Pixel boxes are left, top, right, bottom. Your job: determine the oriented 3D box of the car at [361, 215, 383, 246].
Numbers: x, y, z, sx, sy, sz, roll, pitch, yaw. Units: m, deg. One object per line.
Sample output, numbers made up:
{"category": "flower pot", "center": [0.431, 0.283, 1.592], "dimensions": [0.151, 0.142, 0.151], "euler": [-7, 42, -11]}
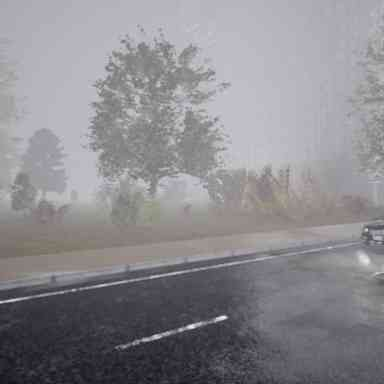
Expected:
{"category": "car", "center": [9.139, 1.509, 14.191], "dimensions": [4.902, 1.511, 2.128], "euler": [0, 0, -35]}
